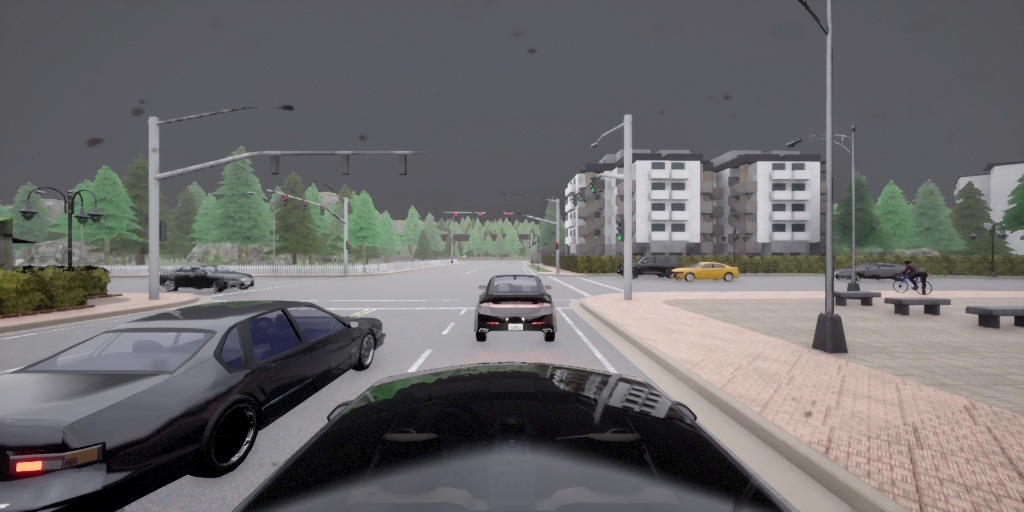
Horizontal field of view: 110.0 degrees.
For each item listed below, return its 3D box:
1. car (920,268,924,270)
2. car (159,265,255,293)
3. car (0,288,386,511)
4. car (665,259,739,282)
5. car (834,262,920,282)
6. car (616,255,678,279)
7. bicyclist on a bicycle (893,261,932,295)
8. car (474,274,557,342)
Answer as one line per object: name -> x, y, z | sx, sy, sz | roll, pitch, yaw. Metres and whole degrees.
car -> 32.134, 1.297, 31.169 | 5.357, 1.411, 2.033 | 0, 0, 12
car -> -17.039, 1.242, 20.123 | 4.902, 1.511, 2.128 | 0, 0, 7
car -> -3.444, 1.297, 4.672 | 2.033, 1.411, 5.357 | 0, 0, 1
car -> 15.296, 1.228, 28.569 | 5.008, 1.535, 1.882 | 0, 0, -2
car -> 28.112, 1.242, 28.248 | 4.902, 1.511, 2.128 | 0, 0, 9
car -> 12.214, 0.972, 31.977 | 5.566, 2.045, 2.150 | 0, 0, -2
bicyclist on a bicycle -> 19.391, 1.051, 17.395 | 0.582, 1.620, 1.656 | 0, 0, -3
car -> 0.084, 1.242, 9.771 | 2.128, 1.511, 4.902 | 0, 0, 0
